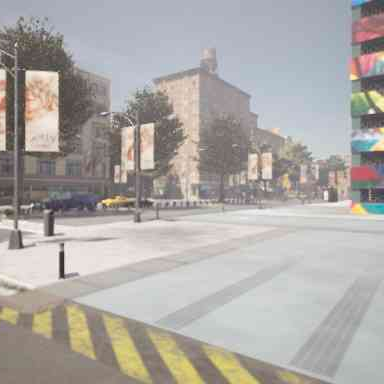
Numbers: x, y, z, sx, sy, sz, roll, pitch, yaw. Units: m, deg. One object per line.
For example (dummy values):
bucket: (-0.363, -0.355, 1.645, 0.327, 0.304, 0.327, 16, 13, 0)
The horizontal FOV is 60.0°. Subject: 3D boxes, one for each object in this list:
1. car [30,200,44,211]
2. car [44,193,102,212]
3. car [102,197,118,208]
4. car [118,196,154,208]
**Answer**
car: (-16.745, 1.415, 39.688, 2.128, 1.511, 4.902, 0, 0, 36)
car: (-13.522, 1.152, 38.197, 2.150, 2.045, 5.566, 0, 0, 35)
car: (-10.821, 1.401, 48.025, 1.882, 1.535, 5.008, 0, 0, 36)
car: (-7.587, 1.531, 46.533, 1.895, 1.301, 4.718, 0, 0, 36)
